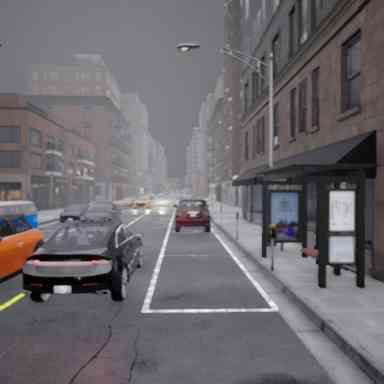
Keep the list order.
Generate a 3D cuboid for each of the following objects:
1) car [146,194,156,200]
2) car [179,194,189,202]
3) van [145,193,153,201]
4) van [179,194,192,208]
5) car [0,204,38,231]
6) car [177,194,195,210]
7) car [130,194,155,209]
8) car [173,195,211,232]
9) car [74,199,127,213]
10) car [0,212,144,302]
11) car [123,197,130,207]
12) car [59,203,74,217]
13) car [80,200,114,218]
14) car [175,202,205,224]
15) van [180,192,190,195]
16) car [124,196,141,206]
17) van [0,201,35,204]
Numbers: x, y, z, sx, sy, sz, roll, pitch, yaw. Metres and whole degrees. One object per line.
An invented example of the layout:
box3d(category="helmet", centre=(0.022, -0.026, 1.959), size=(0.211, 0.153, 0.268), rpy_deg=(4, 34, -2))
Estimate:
box3d(category="car", centre=(-10.348, 1.268, 84.066), size=(2.008, 1.369, 4.403), rpy_deg=(0, 0, -2))
box3d(category="car", centre=(-1.742, 1.235, 68.135), size=(1.967, 1.590, 4.097), rpy_deg=(0, 0, -2))
box3d(category="van", centre=(-10.162, 1.076, 78.662), size=(1.690, 1.788, 3.998), rpy_deg=(0, 0, -2))
box3d(category="van", centre=(-0.974, 1.206, 46.525), size=(1.690, 1.788, 3.998), rpy_deg=(0, 0, -2))
box3d(category="car", centre=(-5.197, 1.323, 7.578), size=(2.097, 1.767, 4.553), rpy_deg=(0, 0, -1))
box3d(category="car", centre=(-0.782, 1.197, 41.122), size=(2.192, 1.841, 5.009), rpy_deg=(0, 0, -2))
box3d(category="car", centre=(-6.281, 1.338, 42.676), size=(1.882, 1.535, 5.008), rpy_deg=(0, 0, -2))
box3d(category="car", centre=(-0.015, 1.267, 19.510), size=(2.192, 1.841, 5.009), rpy_deg=(0, 0, -2))
box3d(category="car", centre=(-5.626, 1.433, 21.073), size=(1.837, 1.490, 4.892), rpy_deg=(0, 0, -2))
box3d(category="car", centre=(-2.330, 1.470, 8.194), size=(2.128, 1.511, 4.902), rpy_deg=(0, 0, -2))
box3d(category="car", centre=(-9.043, 1.365, 46.075), size=(1.752, 1.417, 4.829), rpy_deg=(0, 0, -2))
box3d(category="car", centre=(-8.307, 1.475, 24.632), size=(1.947, 1.339, 4.313), rpy_deg=(0, 0, -2))
box3d(category="car", centre=(-8.493, 1.436, 30.035), size=(1.887, 1.381, 4.507), rpy_deg=(0, 0, -2))
box3d(category="car", centre=(-0.208, 1.485, 24.914), size=(2.008, 1.369, 4.403), rpy_deg=(0, 0, -2))
box3d(category="van", centre=(-0.591, 1.241, 35.719), size=(1.690, 1.788, 3.998), rpy_deg=(0, 0, -2))
box3d(category="car", centre=(-9.235, 1.373, 51.647), size=(2.008, 1.369, 4.403), rpy_deg=(0, 0, -2))
box3d(category="van", centre=(-7.936, 1.284, 13.825), size=(1.690, 1.788, 3.998), rpy_deg=(0, 0, -2))
